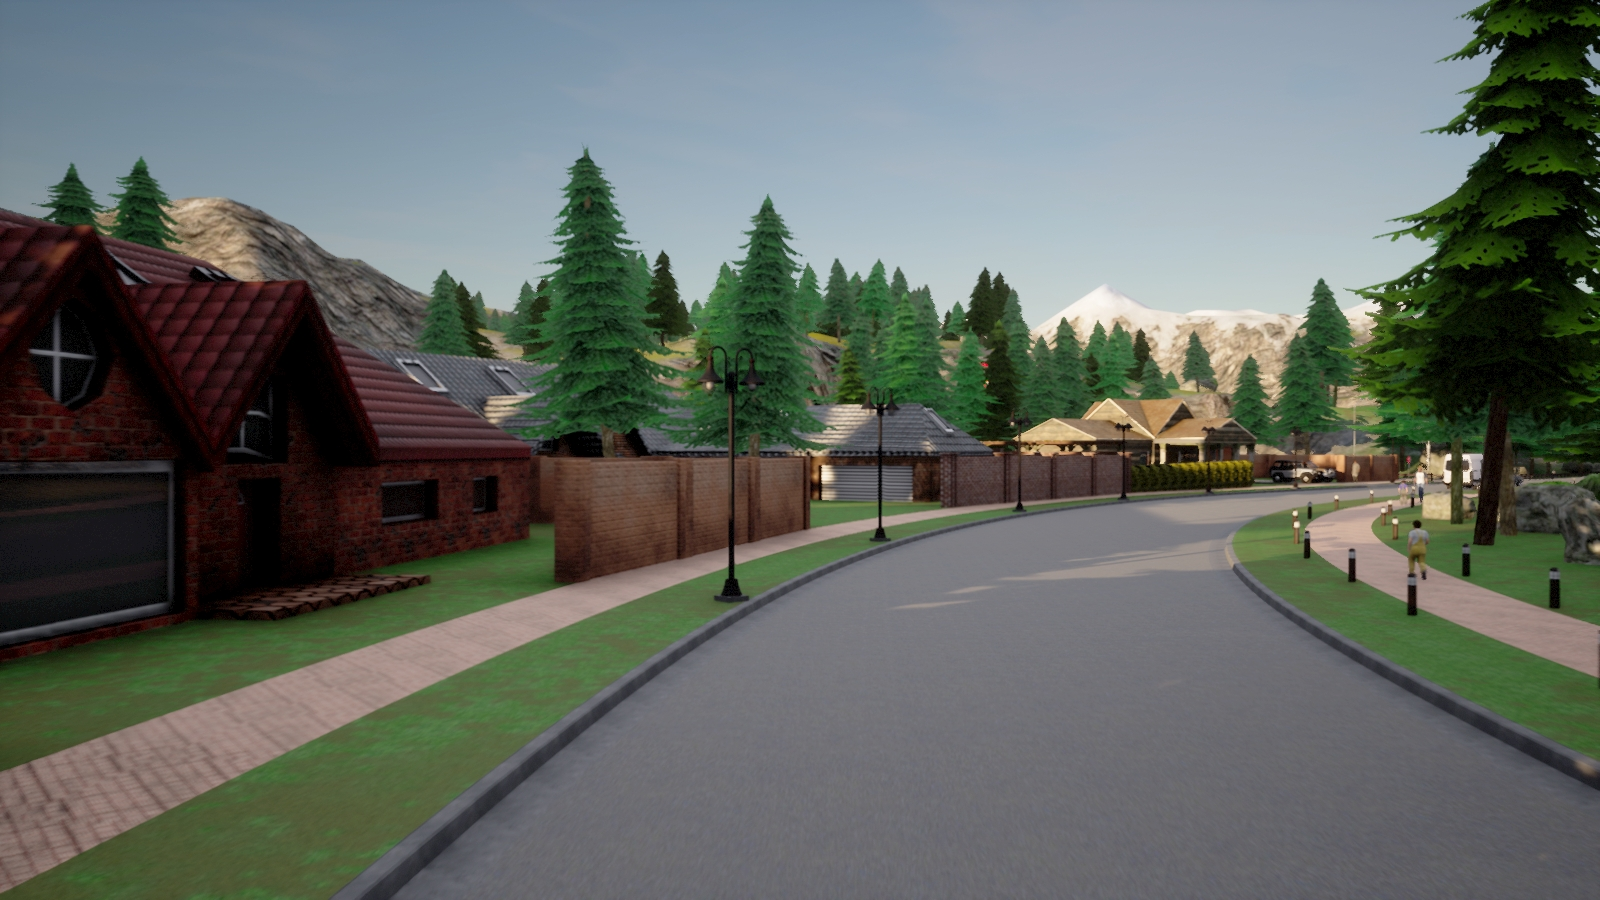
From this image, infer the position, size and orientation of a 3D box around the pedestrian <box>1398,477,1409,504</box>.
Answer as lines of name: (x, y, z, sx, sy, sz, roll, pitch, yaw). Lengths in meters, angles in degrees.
pedestrian: (29.106, 1.948, 55.102, 0.375, 1.300, 0.375, 0, 0, 40)

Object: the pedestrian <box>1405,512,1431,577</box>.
pedestrian: (12.711, 1.945, 23.502, 0.375, 1.300, 0.375, 0, 0, 12)

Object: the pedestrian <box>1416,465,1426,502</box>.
pedestrian: (31.164, 1.669, 57.295, 0.375, 1.860, 0.375, 0, 0, 39)
